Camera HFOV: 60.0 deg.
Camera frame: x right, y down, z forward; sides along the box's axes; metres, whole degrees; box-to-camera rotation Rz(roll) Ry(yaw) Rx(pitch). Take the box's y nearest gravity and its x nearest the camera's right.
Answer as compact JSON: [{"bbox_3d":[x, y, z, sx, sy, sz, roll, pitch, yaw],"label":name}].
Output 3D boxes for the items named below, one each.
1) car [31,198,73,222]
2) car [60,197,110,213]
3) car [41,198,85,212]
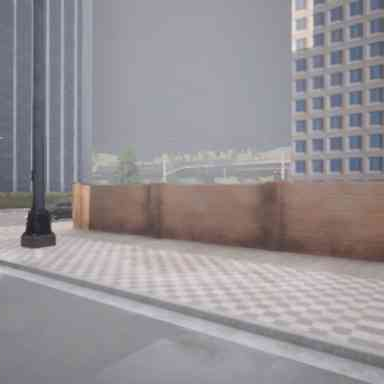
[{"bbox_3d":[-9.716,1.401,25.260,1.837,1.490,4.892,0,0,35],"label":"car"},{"bbox_3d":[-11.308,1.368,35.478,1.837,1.490,4.892,0,0,35],"label":"car"},{"bbox_3d":[-14.365,1.411,37.214,1.994,1.385,4.181,0,0,35],"label":"car"}]
